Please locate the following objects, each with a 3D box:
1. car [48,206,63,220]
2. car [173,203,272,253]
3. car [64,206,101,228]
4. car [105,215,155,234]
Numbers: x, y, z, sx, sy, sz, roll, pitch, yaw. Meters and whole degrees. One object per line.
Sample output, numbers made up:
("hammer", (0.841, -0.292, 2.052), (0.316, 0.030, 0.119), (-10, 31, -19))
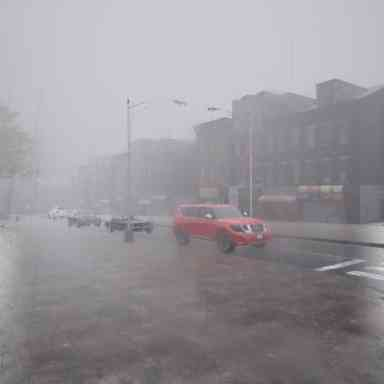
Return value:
("car", (-20.634, 3.198, 51.508), (2.150, 2.045, 5.566), (0, -2, -35))
("car", (1.182, 1.565, 15.849), (2.150, 2.045, 5.566), (0, -2, -35))
("car", (-10.464, 2.440, 32.182), (2.097, 1.767, 4.553), (0, -2, -35))
("car", (-4.532, 2.290, 23.854), (1.895, 1.301, 4.718), (0, -2, -36))
